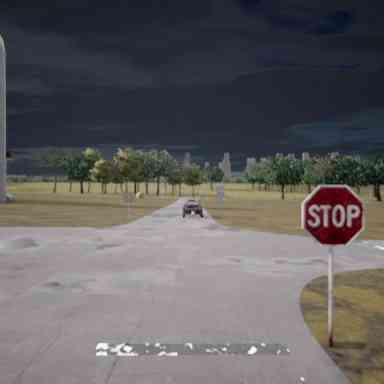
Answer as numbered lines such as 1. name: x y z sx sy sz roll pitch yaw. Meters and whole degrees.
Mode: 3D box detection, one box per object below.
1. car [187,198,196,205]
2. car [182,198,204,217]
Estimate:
1. car: -0.030 2.026 71.135 1.812 1.442 4.674 0 0 0
2. car: 0.079 1.640 32.725 1.837 1.490 4.892 0 0 0
